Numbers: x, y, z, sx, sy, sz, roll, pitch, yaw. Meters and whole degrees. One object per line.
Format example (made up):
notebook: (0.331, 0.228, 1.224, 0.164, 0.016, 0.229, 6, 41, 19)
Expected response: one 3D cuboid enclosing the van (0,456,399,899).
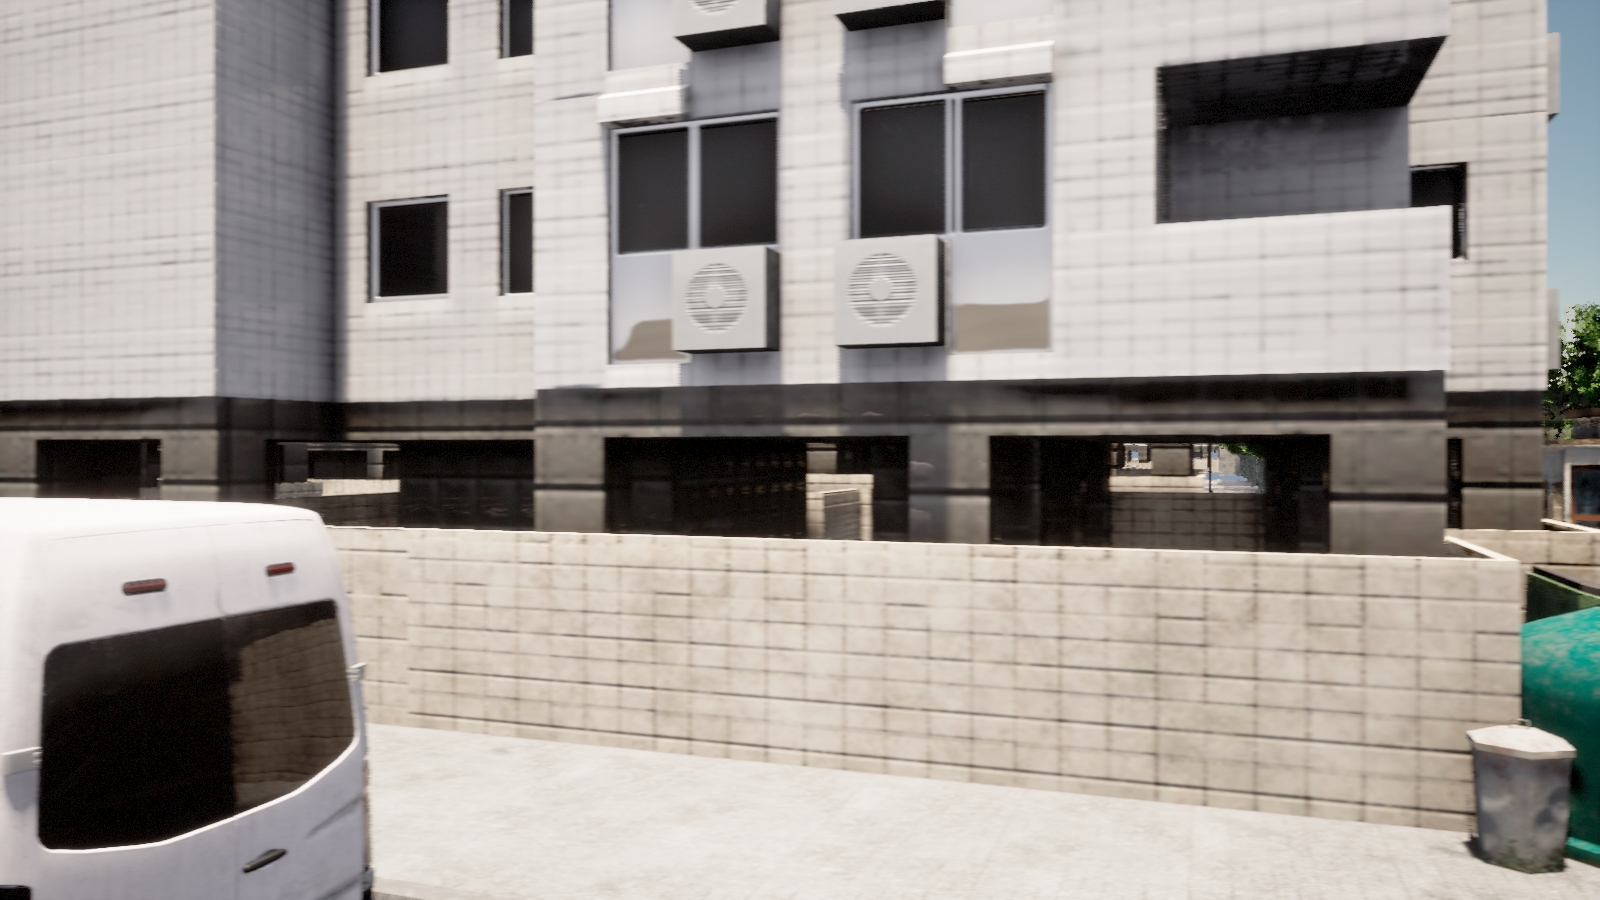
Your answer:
van: (-5.099, 1.314, 5.704, 5.915, 2.561, 1.988, 0, 0, 20)
